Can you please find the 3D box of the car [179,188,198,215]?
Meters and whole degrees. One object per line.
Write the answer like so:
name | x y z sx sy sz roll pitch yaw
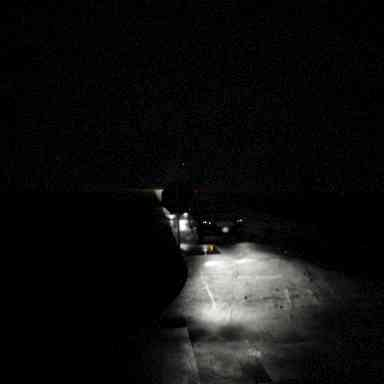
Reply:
car | -0.228 0.759 24.133 1.837 1.490 4.892 -2 2 -7

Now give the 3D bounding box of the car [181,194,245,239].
car | 0.934 1.065 14.869 2.128 1.511 4.902 -2 2 -7

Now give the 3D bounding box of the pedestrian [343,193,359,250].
pedestrian | 5.047 0.886 10.581 0.375 1.860 0.375 0 0 -7
